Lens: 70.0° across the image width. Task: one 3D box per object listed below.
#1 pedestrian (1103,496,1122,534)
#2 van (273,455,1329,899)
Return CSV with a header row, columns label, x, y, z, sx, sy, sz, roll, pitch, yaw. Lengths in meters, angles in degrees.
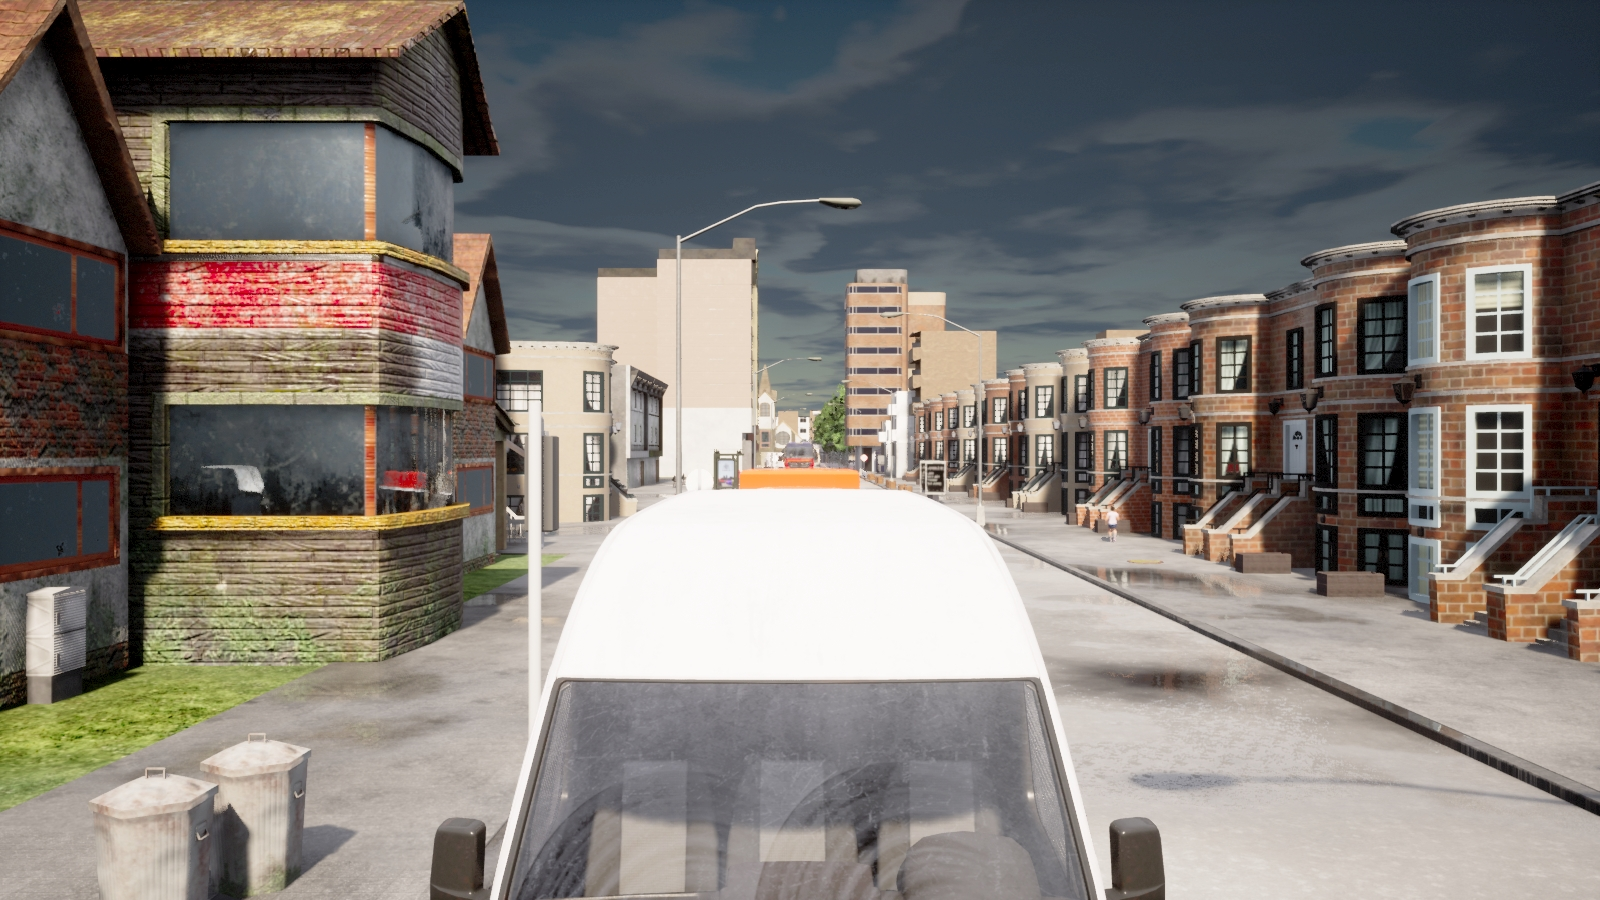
label,x,y,z,sx,sy,sz,roll,pitch,yaw
pedestrian,9.207,1.903,33.621,0.500,1.100,0.500,0,0,10
van,-0.003,1.314,5.110,1.988,2.561,5.915,0,0,0
